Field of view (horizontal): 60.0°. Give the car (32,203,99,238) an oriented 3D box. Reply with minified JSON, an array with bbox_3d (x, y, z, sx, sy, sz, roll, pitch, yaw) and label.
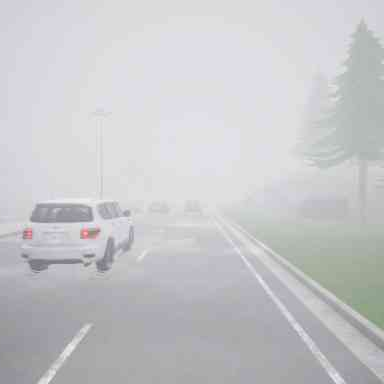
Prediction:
[{"bbox_3d":[-6.902,1.477,18.836,1.882,1.535,5.008,0,0,0],"label":"car"}]

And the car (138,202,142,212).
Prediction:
[{"bbox_3d":[-6.902,1.525,37.775,1.812,1.442,4.674,0,0,0],"label":"car"}]

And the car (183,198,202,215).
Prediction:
[{"bbox_3d":[0.091,1.547,34.437,2.033,1.411,5.357,0,0,0],"label":"car"}]

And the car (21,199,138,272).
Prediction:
[{"bbox_3d":[-3.400,1.221,10.975,2.150,2.045,5.566,0,0,0],"label":"car"}]

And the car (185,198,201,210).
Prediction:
[{"bbox_3d":[0.133,1.546,44.512,2.033,1.411,5.357,0,0,1],"label":"car"}]

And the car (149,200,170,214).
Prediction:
[{"bbox_3d":[-3.404,1.562,35.322,1.994,1.385,4.181,0,0,0],"label":"car"}]
